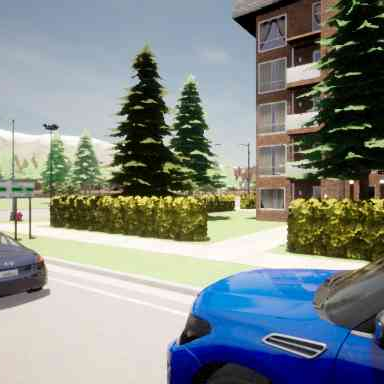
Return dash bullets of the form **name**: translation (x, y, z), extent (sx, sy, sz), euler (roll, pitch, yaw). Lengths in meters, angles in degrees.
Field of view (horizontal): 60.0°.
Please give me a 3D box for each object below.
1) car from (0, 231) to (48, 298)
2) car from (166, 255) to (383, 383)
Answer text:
- **car**: translation (-5.207, 1.564, 7.672), extent (4.181, 1.385, 1.994), euler (0, 0, 36)
- **car**: translation (2.411, 1.221, 2.270), extent (5.566, 2.045, 2.150), euler (0, 0, 36)
